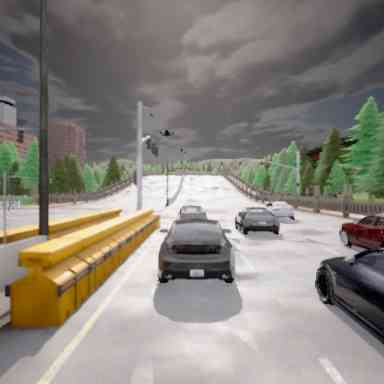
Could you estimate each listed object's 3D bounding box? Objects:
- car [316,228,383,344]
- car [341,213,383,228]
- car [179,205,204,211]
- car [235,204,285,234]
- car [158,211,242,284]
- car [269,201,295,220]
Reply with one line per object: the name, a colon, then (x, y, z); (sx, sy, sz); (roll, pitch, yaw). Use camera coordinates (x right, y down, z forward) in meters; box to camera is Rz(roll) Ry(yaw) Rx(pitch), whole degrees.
car: (3.599, 1.562, 5.398); (1.994, 1.385, 4.181); (0, 0, 0)
car: (7.114, 1.472, 11.903); (1.882, 1.535, 5.008); (0, 0, 0)
car: (-0.040, 1.538, 20.913); (2.033, 1.411, 5.357); (0, 0, -3)
car: (3.618, 1.555, 19.041); (1.994, 1.385, 4.181); (0, 0, 0)
car: (0.108, 1.500, 9.576); (1.837, 1.490, 4.892); (0, 0, 0)
car: (7.125, 1.513, 27.667); (1.812, 1.442, 4.674); (0, 0, 0)
